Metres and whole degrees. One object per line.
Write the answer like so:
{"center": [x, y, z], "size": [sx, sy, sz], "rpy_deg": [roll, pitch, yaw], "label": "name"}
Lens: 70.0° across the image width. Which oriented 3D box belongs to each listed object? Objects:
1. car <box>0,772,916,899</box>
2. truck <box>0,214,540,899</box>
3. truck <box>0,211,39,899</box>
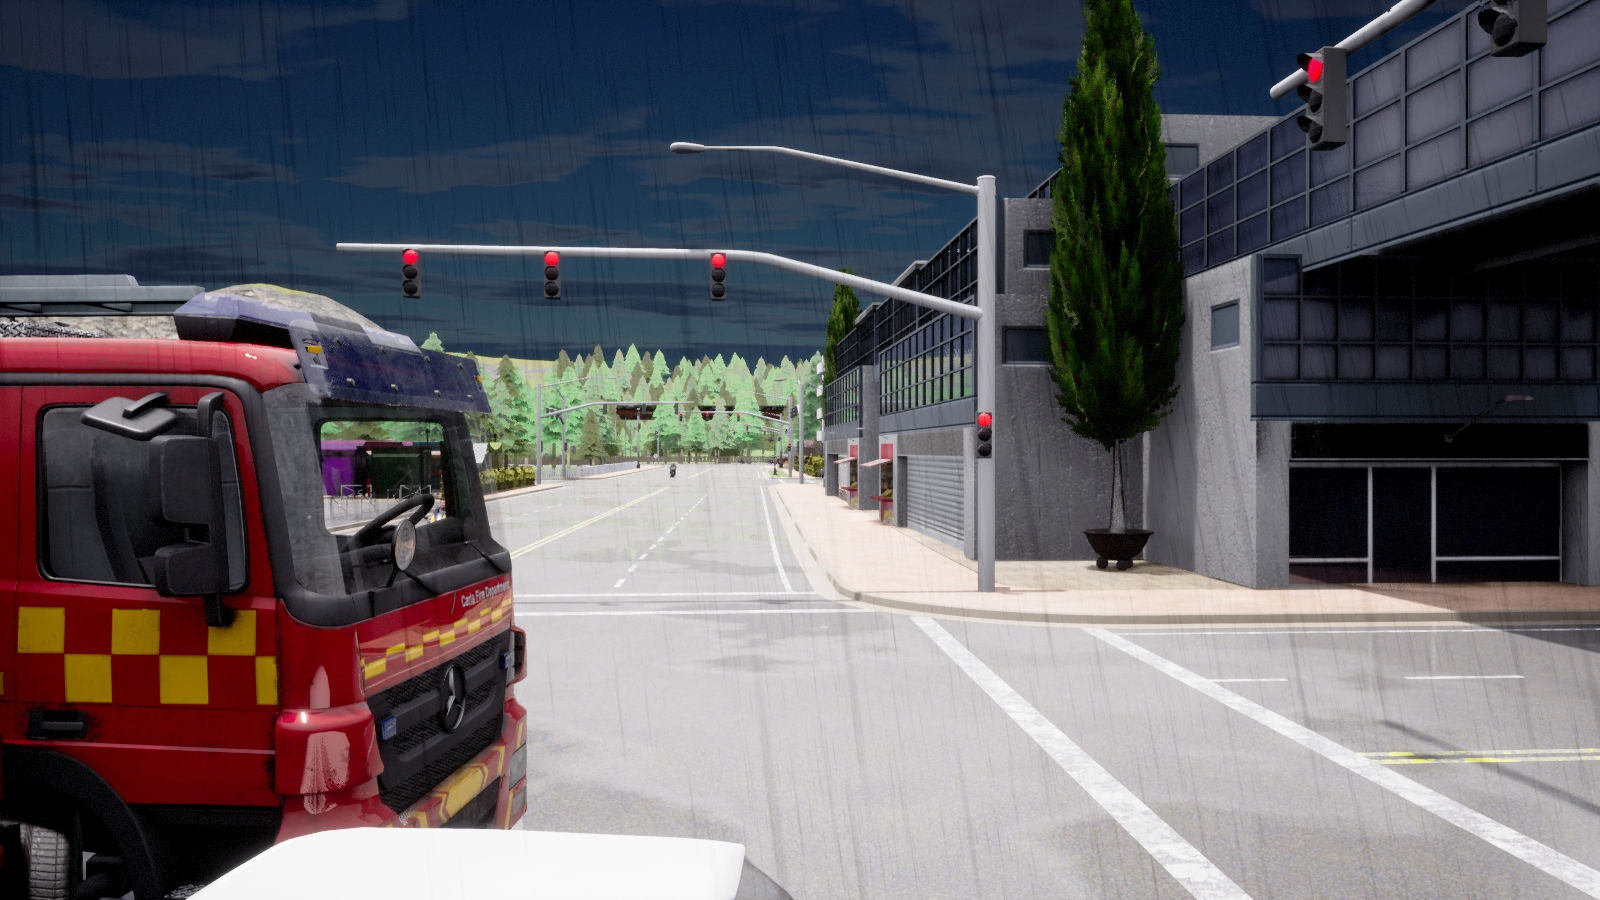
{"center": [-1.549, 2.065, 3.579], "size": [3.806, 1.475, 1.970], "rpy_deg": [0, 0, 5], "label": "car"}
{"center": [-6.102, 0.890, 6.659], "size": [8.468, 3.827, 2.891], "rpy_deg": [0, 0, 4], "label": "truck"}
{"center": [-7.587, 0.890, 3.490], "size": [8.468, 3.827, 2.891], "rpy_deg": [0, 0, -3], "label": "truck"}
